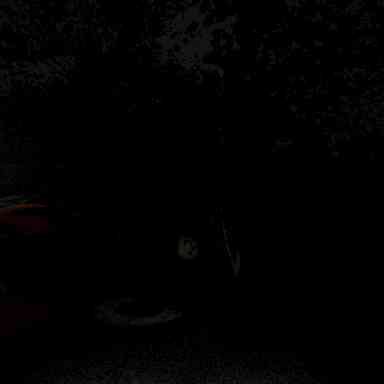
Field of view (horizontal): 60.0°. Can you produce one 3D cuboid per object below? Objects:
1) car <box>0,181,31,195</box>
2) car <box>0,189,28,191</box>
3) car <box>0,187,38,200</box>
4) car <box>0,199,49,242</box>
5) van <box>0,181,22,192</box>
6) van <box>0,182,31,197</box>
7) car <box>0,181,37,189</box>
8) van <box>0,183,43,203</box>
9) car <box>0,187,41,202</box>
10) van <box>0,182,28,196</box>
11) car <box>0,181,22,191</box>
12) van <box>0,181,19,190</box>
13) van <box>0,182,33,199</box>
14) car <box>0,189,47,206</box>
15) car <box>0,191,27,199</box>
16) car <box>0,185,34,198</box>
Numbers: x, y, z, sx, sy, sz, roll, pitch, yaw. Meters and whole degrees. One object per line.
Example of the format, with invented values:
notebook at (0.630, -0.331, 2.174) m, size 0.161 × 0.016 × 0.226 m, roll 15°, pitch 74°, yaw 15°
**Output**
car at (-27.865, -0.599, 50.978) m, size 5.566 × 2.045 × 2.435 m, roll 1°, pitch 1°, yaw -30°
car at (-12.637, 0.816, 24.632) m, size 5.366 × 1.575 × 1.946 m, roll 1°, pitch 2°, yaw -30°
car at (-20.835, 0.162, 39.068) m, size 4.792 × 1.488 × 2.163 m, roll 1°, pitch 2°, yaw -30°
car at (-6.953, 1.289, 15.274) m, size 5.008 × 1.535 × 2.097 m, roll 1°, pitch 2°, yaw -30°
van at (-34.797, -1.046, 63.108) m, size 4.442 × 1.987 × 1.878 m, roll 1°, pitch 1°, yaw -30°
van at (-24.945, -0.383, 46.273) m, size 4.442 × 1.987 × 1.878 m, roll 1°, pitch 1°, yaw -30°
car at (-15.238, 0.335, 29.510) m, size 5.566 × 2.045 × 2.435 m, roll 1°, pitch 2°, yaw -30°
van at (-18.020, 0.122, 34.440) m, size 4.442 × 1.987 × 1.878 m, roll 1°, pitch 2°, yaw -30°
car at (-19.503, 0.264, 36.792) m, size 4.792 × 1.488 × 2.163 m, roll 1°, pitch 2°, yaw -30°
van at (-26.545, -0.481, 48.544) m, size 4.442 × 1.987 × 1.878 m, roll 1°, pitch 1°, yaw -30°
car at (-39.116, -1.357, 70.202) m, size 5.566 × 2.045 × 2.435 m, roll 1°, pitch 1°, yaw -30°
van at (-40.390, -1.423, 72.666) m, size 4.442 × 1.987 × 1.878 m, roll 1°, pitch 1°, yaw -30°
van at (-22.334, -0.195, 41.367) m, size 4.442 × 1.987 × 1.878 m, roll 1°, pitch 2°, yaw -31°
car at (-16.694, 0.496, 31.878) m, size 4.792 × 1.488 × 2.163 m, roll 1°, pitch 2°, yaw -30°
car at (-8.315, 1.046, 17.679) m, size 4.553 × 1.767 × 2.185 m, roll 1°, pitch 2°, yaw -30°
car at (-23.650, -0.065, 43.832) m, size 5.008 × 1.535 × 2.097 m, roll 1°, pitch 1°, yaw -30°
